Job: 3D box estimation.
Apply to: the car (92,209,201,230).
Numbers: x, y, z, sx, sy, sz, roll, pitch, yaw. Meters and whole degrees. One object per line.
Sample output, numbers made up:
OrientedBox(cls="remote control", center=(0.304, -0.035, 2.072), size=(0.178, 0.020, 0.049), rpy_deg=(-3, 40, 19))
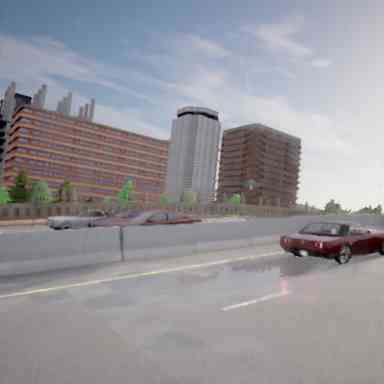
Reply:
OrientedBox(cls="car", center=(-1.806, 1.603, 15.716), size=(5.008, 1.535, 1.882), rpy_deg=(0, -1, -36))

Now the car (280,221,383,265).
OrientedBox(cls="car", center=(5.413, 1.701, 12.084), size=(4.718, 1.301, 1.895), rpy_deg=(0, -1, -36))

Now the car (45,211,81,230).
OrientedBox(cls="car", center=(-6.598, 1.765, 20.880), size=(4.718, 1.301, 1.895), rpy_deg=(0, -1, -36))

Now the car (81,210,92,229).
OrientedBox(cls="car", center=(-3.682, 1.712, 18.679), size=(4.181, 1.385, 1.994), rpy_deg=(0, -1, -36))
